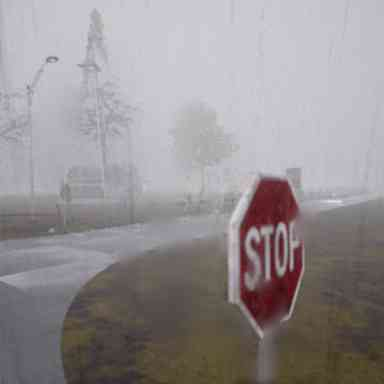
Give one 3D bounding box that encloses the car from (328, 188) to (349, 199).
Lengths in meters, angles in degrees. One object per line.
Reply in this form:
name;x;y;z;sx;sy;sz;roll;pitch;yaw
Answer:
car;20.385;0.213;46.146;2.128;1.511;4.902;-1;1;38
